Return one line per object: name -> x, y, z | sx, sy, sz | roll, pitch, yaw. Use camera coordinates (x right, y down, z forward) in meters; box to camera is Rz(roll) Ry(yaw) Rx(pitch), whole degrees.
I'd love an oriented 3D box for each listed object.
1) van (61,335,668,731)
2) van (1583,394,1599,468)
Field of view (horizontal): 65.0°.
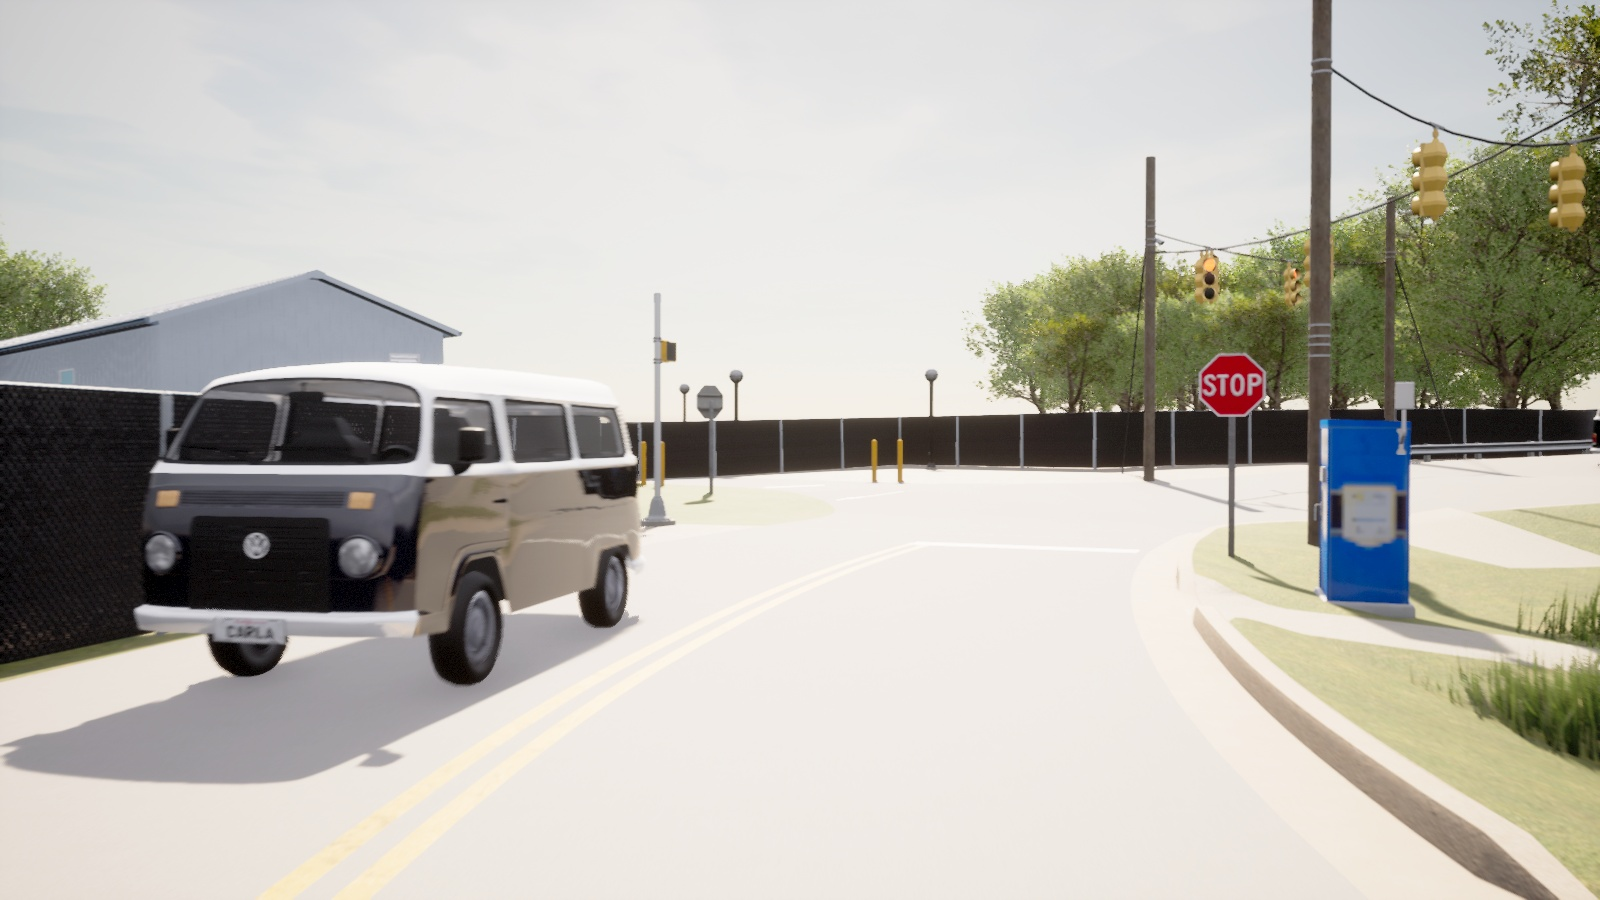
van -> -2.586, 0.410, 8.847 | 2.069, 2.038, 4.480 | 0, 0, 11
van -> 24.506, -0.639, 35.081 | 4.480, 2.038, 2.069 | -4, 2, -19
